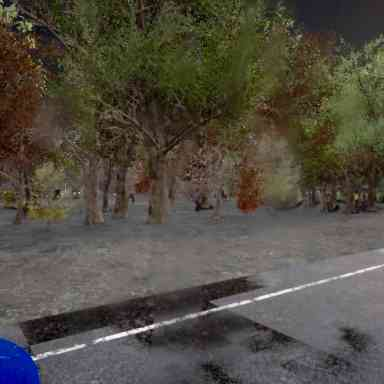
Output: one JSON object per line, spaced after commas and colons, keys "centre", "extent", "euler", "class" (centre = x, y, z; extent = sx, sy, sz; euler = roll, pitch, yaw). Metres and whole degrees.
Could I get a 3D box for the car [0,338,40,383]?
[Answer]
{"centre": [-3.336, 1.477, 1.375], "extent": [5.008, 1.535, 1.882], "euler": [0, 0, -35], "class": "car"}
